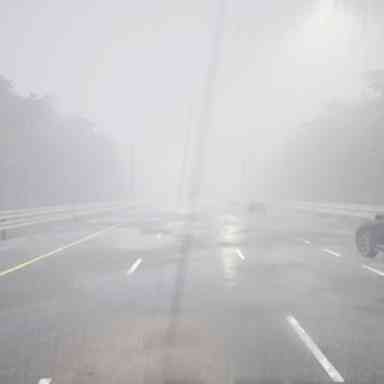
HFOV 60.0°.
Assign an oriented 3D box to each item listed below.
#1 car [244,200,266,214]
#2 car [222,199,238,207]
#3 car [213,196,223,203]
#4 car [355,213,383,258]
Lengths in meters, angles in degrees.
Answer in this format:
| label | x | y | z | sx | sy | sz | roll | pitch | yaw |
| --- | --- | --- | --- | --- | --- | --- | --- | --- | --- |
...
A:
| label | x | y | z | sx | sy | sz | roll | pitch | yaw |
| --- | --- | --- | --- | --- | --- | --- | --- | --- | --- |
| car | 7.088 | 1.708 | 37.492 | 1.837 | 1.490 | 4.892 | 0 | -1 | 0 |
| car | 7.215 | 1.995 | 60.226 | 2.033 | 1.411 | 5.357 | 0 | -1 | 0 |
| car | 7.471 | 2.149 | 90.333 | 2.097 | 1.767 | 4.553 | 0 | -1 | 1 |
| car | 7.008 | 1.238 | 9.749 | 2.150 | 2.045 | 5.566 | 0 | 0 | 0 |
